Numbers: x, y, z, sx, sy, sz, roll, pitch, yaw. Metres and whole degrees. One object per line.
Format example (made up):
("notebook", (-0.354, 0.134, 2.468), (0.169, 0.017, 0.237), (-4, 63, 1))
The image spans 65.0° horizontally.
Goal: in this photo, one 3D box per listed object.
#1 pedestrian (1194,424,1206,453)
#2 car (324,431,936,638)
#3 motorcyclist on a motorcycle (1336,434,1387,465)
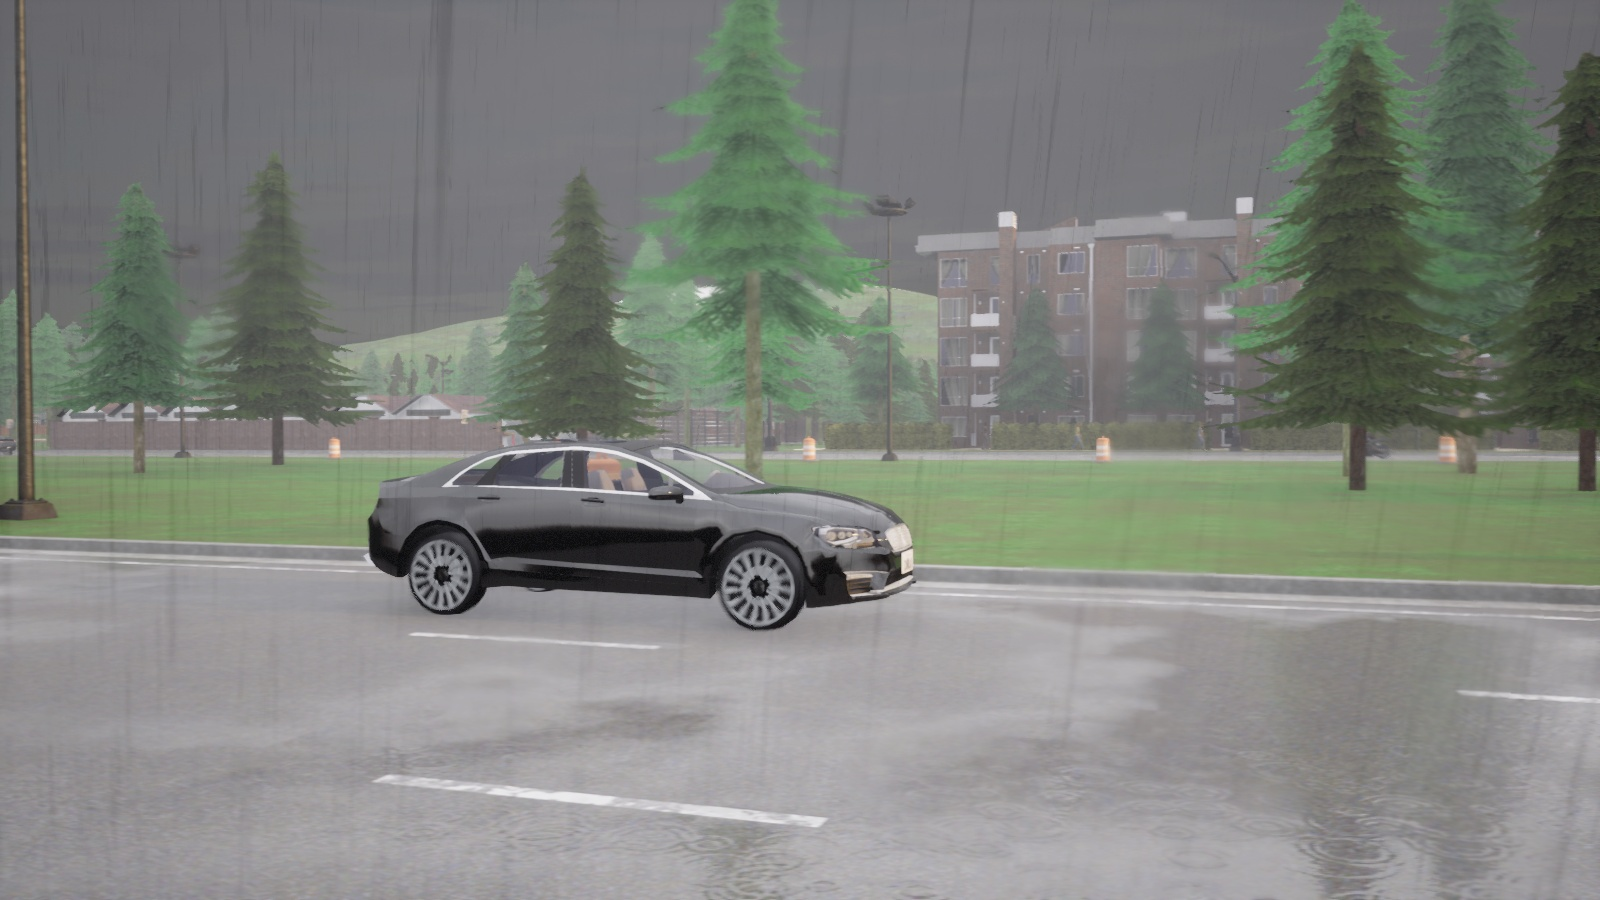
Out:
("pedestrian", (25.107, -0.711, 78.757), (0.706, 1.836, 0.354), (1, 1, 19))
("car", (-1.446, 0.600, 11.064), (4.902, 1.511, 2.128), (1, 1, 19))
("motorcyclist on a motorcycle", (27.866, -0.032, 62.362), (2.191, 1.530, 0.866), (1, 1, 19))
